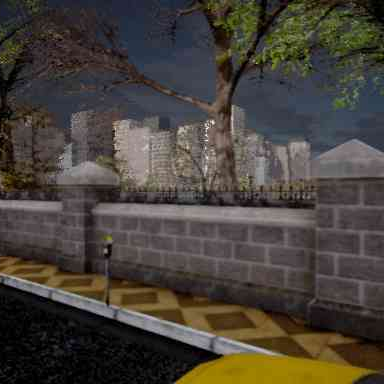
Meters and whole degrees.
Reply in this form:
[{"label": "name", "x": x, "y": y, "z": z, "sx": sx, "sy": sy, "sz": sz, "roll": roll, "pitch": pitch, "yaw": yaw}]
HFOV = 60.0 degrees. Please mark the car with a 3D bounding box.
[{"label": "car", "x": 1.741, "y": 1.525, "z": 1.479, "sx": 4.829, "sy": 1.417, "sz": 1.752, "roll": 0, "pitch": 0, "yaw": 35}]
